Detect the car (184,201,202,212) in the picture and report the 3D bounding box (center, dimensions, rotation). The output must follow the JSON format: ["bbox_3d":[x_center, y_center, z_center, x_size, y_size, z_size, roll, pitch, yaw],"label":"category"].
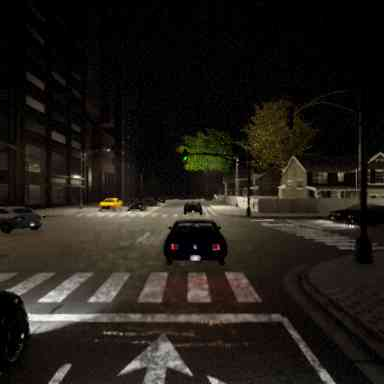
[{"bbox_3d":[0.099,1.642,35.513,1.895,1.301,4.718,0,0,0],"label":"car"}]

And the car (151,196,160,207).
[{"bbox_3d":[-6.577,1.623,51.930,1.994,1.385,4.181,0,0,0],"label":"car"}]

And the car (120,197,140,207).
[{"bbox_3d":[-9.813,1.607,52.989,2.033,1.411,5.357,0,0,1],"label":"car"}]

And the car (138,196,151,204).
[{"bbox_3d":[-9.759,1.546,68.419,1.882,1.535,5.008,0,0,0],"label":"car"}]

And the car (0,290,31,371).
[{"bbox_3d":[-3.210,1.567,3.014,1.994,1.385,4.181,0,0,-2],"label":"car"}]

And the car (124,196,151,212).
[{"bbox_3d":[-6.584,1.552,40.437,1.837,1.490,4.892,0,0,0],"label":"car"}]

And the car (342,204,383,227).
[{"bbox_3d":[13.806,1.636,23.228,5.357,1.411,2.033,0,0,-3],"label":"car"}]

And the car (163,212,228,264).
[{"bbox_3d":[0.099,1.615,11.806,1.895,1.301,4.718,0,0,0],"label":"car"}]

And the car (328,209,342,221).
[{"bbox_3d":[13.723,1.649,26.508,5.357,1.411,2.033,0,0,-6],"label":"car"}]

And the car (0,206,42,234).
[{"bbox_3d":[-10.669,1.548,19.263,4.674,1.442,1.812,0,-1,31],"label":"car"}]

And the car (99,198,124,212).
[{"bbox_3d":[-9.837,1.526,40.473,1.882,1.535,5.008,0,0,0],"label":"car"}]

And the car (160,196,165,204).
[{"bbox_3d":[-6.515,1.569,66.986,1.837,1.490,4.892,0,0,0],"label":"car"}]
